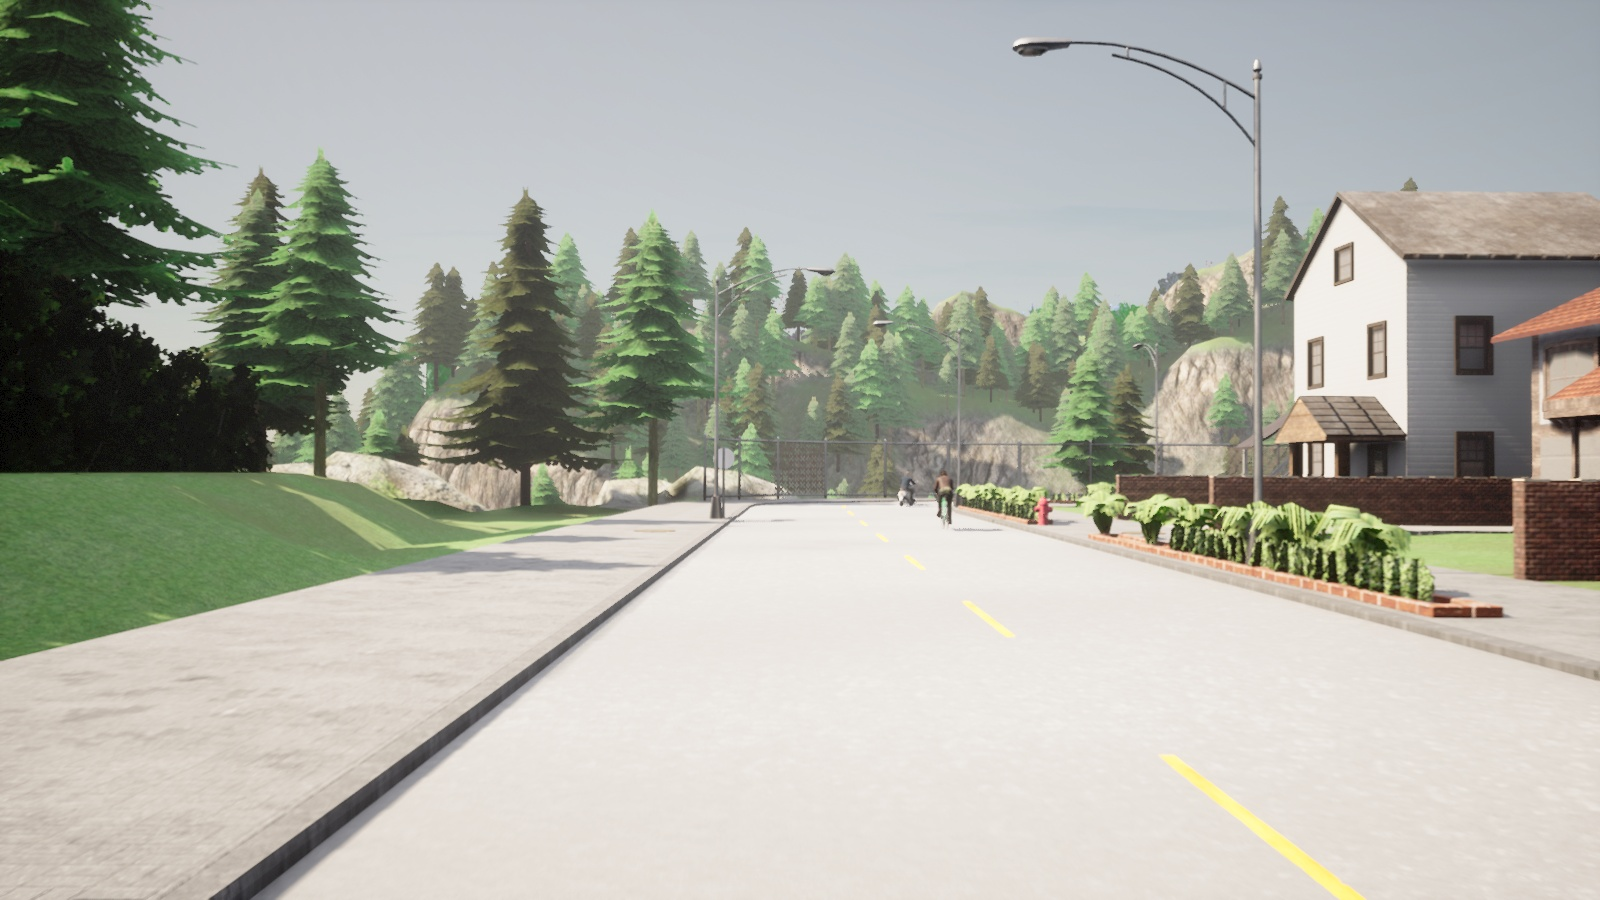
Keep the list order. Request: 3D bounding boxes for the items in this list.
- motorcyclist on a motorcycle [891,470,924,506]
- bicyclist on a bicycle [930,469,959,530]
[{"bbox_3d":[4.890,1.719,56.953,0.866,1.590,1.817,2,0,25],"label":"motorcyclist on a motorcycle"},{"bbox_3d":[3.916,1.332,34.109,0.582,1.620,1.656,0,-1,0],"label":"bicyclist on a bicycle"}]
